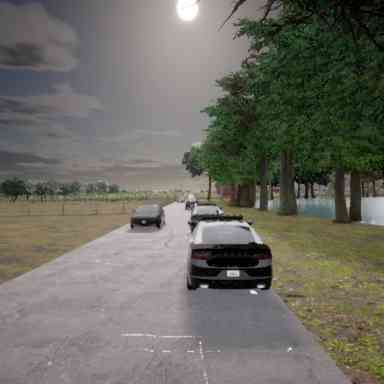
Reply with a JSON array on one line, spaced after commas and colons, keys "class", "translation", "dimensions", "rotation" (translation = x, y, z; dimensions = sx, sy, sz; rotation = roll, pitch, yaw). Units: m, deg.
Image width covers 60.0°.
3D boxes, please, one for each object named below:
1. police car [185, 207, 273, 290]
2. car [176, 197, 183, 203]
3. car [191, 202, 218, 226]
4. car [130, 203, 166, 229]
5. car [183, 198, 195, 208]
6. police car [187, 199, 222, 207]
[{"class": "police car", "translation": [0.829, 1.435, 9.252], "dimensions": [1.930, 1.638, 5.238], "rotation": [0, 0, 0]}, {"class": "car", "translation": [-2.716, 1.884, 77.858], "dimensions": [2.128, 1.511, 4.902], "rotation": [0, -1, 0]}, {"class": "car", "translation": [0.835, 1.557, 25.143], "dimensions": [1.837, 1.490, 4.892], "rotation": [0, 0, 0]}, {"class": "car", "translation": [-2.840, 1.519, 22.086], "dimensions": [1.882, 1.535, 5.008], "rotation": [0, 0, 0]}, {"class": "car", "translation": [0.046, 1.638, 47.683], "dimensions": [1.882, 1.535, 5.008], "rotation": [0, 0, 1]}, {"class": "police car", "translation": [0.833, 1.458, 19.253], "dimensions": [1.930, 1.638, 5.238], "rotation": [0, 0, 0]}]
